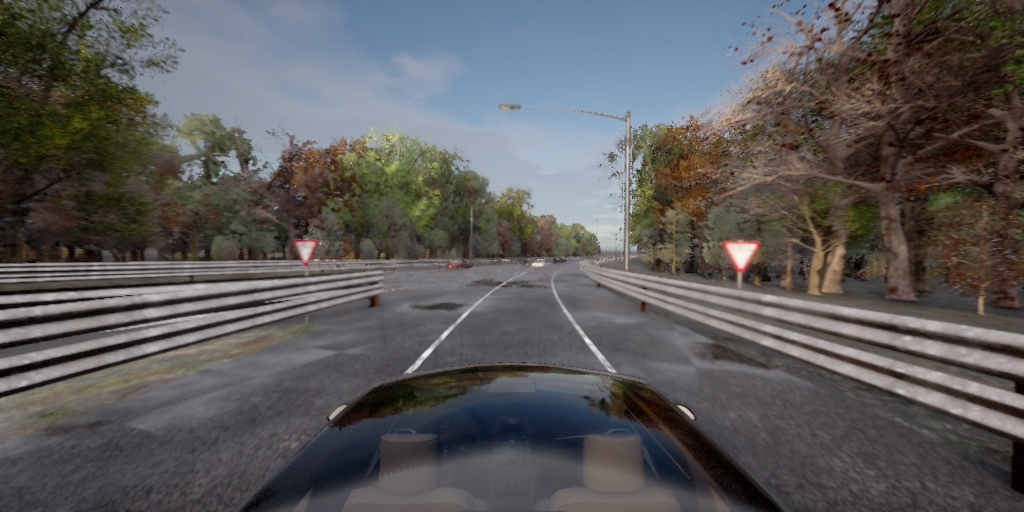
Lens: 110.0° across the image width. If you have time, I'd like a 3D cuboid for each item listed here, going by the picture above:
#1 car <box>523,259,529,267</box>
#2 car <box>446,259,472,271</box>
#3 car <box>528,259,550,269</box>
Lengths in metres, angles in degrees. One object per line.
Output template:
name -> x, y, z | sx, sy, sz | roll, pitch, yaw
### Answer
car -> 3.347, 1.212, 63.902 | 1.837, 1.490, 4.892 | 1, 0, 20
car -> -6.819, 1.152, 46.318 | 1.812, 1.442, 4.674 | 1, 0, 20
car -> 4.633, 1.349, 57.247 | 1.895, 1.301, 4.718 | 1, 0, 20
